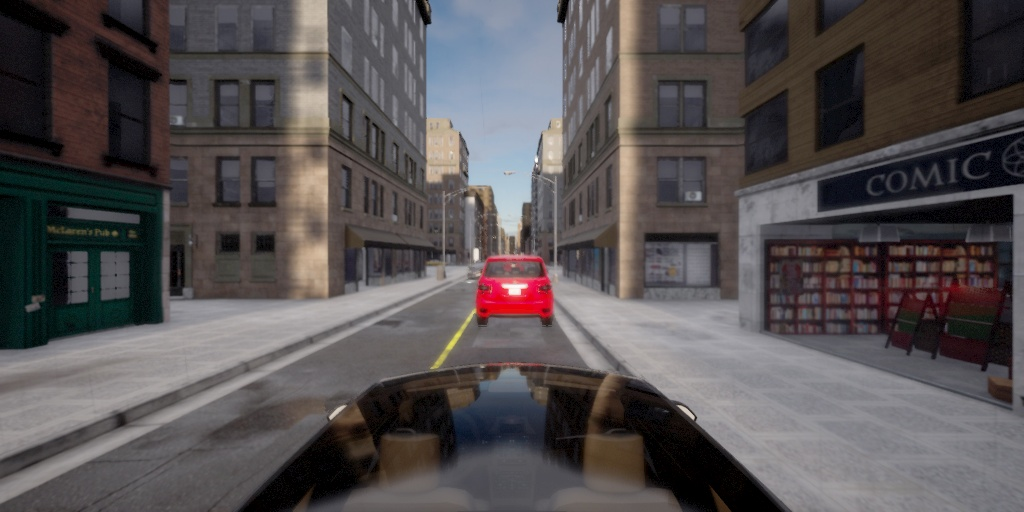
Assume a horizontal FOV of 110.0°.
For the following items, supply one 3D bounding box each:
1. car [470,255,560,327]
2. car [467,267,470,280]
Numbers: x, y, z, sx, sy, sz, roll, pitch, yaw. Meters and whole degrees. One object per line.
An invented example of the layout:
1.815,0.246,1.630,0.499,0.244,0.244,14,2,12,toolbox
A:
0.086,0.994,11.777,2.150,2.045,5.566,0,0,0,car
-2.824,1.338,32.131,1.812,1.442,4.674,0,0,0,car
